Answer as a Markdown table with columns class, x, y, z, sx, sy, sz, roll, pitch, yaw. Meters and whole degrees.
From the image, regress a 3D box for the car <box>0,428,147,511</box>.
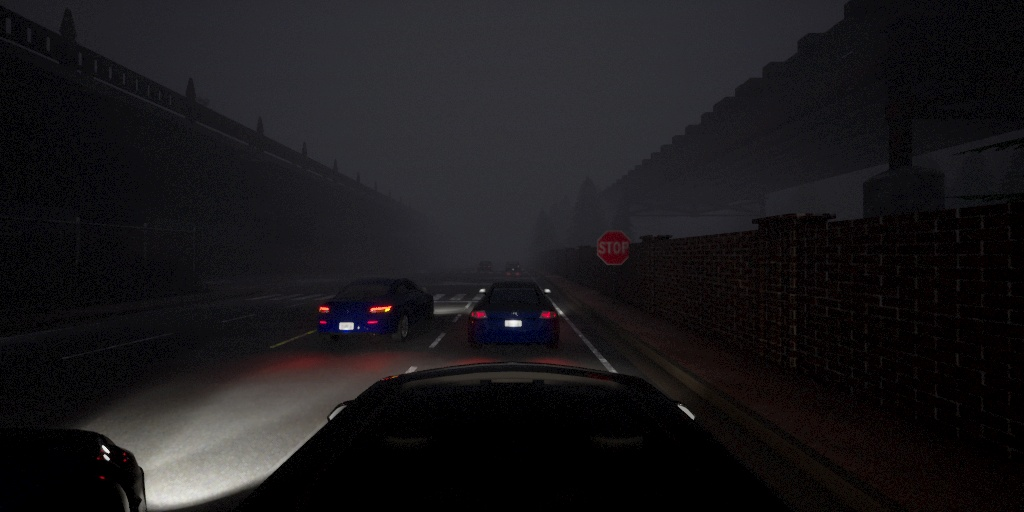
| class | x | y | z | sx | sy | sz | roll | pitch | yaw |
| --- | --- | --- | --- | --- | --- | --- | --- | --- | --- |
| car | -3.398 | 1.314 | 0.584 | 1.994 | 1.385 | 4.181 | 0 | 0 | 0 |

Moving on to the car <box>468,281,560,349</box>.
| class | x | y | z | sx | sy | sz | roll | pitch | yaw |
| --- | --- | --- | --- | --- | --- | --- | --- | --- | --- |
| car | 0.070 | 1.314 | 9.157 | 1.994 | 1.385 | 4.181 | 0 | 0 | 1 |

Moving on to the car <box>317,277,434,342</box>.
| class | x | y | z | sx | sy | sz | roll | pitch | yaw |
| --- | --- | --- | --- | --- | --- | --- | --- | --- | --- |
| car | -3.411 | 1.276 | 9.680 | 1.812 | 1.442 | 4.674 | 0 | 0 | 0 |

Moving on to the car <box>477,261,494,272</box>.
| class | x | y | z | sx | sy | sz | roll | pitch | yaw |
| --- | --- | --- | --- | --- | --- | --- | --- | --- | --- |
| car | -3.392 | 1.297 | 45.817 | 2.033 | 1.411 | 5.357 | 0 | 0 | -1 |

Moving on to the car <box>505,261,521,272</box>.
| class | x | y | z | sx | sy | sz | roll | pitch | yaw |
| --- | --- | --- | --- | --- | --- | --- | --- | --- | --- |
| car | 0.103 | 1.351 | 45.975 | 1.895 | 1.301 | 4.718 | 0 | 0 | -1 |
